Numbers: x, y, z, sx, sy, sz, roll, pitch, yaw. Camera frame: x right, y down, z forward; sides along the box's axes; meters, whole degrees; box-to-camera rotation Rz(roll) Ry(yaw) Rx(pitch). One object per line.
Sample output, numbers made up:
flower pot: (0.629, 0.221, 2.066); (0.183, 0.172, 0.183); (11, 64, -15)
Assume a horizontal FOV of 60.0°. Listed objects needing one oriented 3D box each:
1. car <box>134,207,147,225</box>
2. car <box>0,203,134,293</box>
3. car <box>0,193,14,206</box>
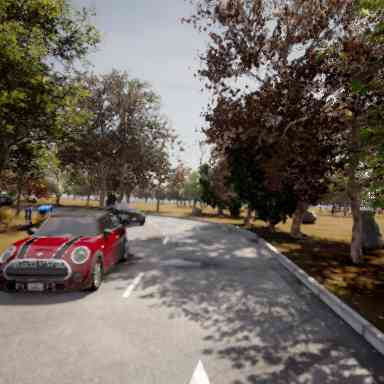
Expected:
car: (-4.672, 1.435, 22.246); (1.994, 1.385, 4.181); (1, 1, -34)
car: (-3.141, 1.337, 9.017); (2.097, 1.767, 4.553); (0, 0, 1)
car: (-19.277, 0.646, 31.650); (4.181, 1.385, 1.994); (3, -1, 4)
